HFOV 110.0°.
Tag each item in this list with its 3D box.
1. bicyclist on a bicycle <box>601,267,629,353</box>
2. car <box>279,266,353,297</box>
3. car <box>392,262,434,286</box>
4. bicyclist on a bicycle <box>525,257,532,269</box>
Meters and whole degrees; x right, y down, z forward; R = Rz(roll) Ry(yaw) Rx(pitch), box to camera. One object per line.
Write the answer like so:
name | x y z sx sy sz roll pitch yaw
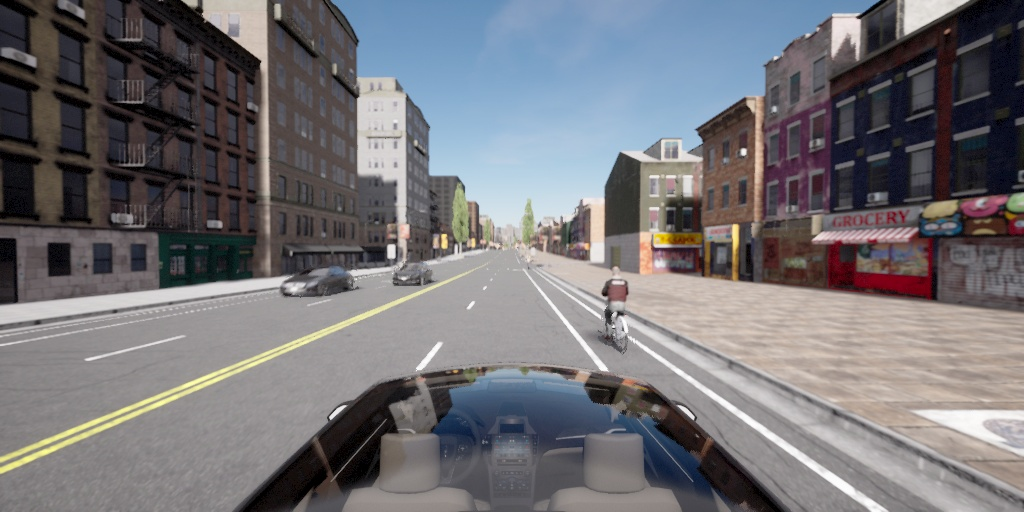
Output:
bicyclist on a bicycle | 2.243 1.112 7.946 0.659 1.776 1.843 0 0 0
car | -9.872 1.235 18.559 1.812 1.442 4.674 0 0 0
car | -6.629 1.189 24.410 1.837 1.490 4.892 0 0 0
bicyclist on a bicycle | 2.192 0.958 47.144 0.866 1.612 1.509 0 1 0
